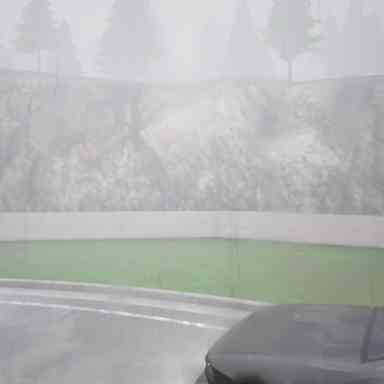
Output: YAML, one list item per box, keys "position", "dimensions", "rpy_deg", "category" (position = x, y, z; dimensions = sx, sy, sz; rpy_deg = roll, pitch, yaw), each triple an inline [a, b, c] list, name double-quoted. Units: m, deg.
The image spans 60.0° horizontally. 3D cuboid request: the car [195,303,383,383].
- position: [2.681, 1.547, 2.427]
  dimensions: [5.357, 1.411, 2.033]
  rpy_deg: [0, 0, 33]
  category: "car"
